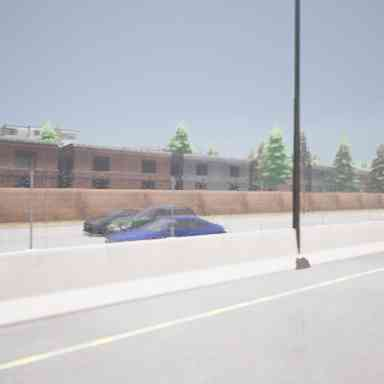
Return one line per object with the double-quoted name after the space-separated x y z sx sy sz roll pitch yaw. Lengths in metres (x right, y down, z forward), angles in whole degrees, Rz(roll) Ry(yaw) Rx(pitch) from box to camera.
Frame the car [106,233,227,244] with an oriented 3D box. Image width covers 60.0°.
-0.770 1.586 12.025 4.674 1.442 1.812 1 0 -36 "car"
